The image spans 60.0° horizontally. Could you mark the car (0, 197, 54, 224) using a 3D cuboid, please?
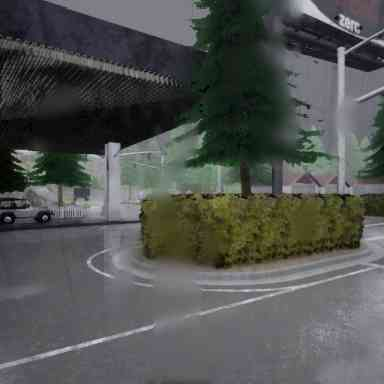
[{"bbox_3d":[-11.964,1.313,23.481,3.866,1.878,1.905,0,0,-36],"label":"car"}]
